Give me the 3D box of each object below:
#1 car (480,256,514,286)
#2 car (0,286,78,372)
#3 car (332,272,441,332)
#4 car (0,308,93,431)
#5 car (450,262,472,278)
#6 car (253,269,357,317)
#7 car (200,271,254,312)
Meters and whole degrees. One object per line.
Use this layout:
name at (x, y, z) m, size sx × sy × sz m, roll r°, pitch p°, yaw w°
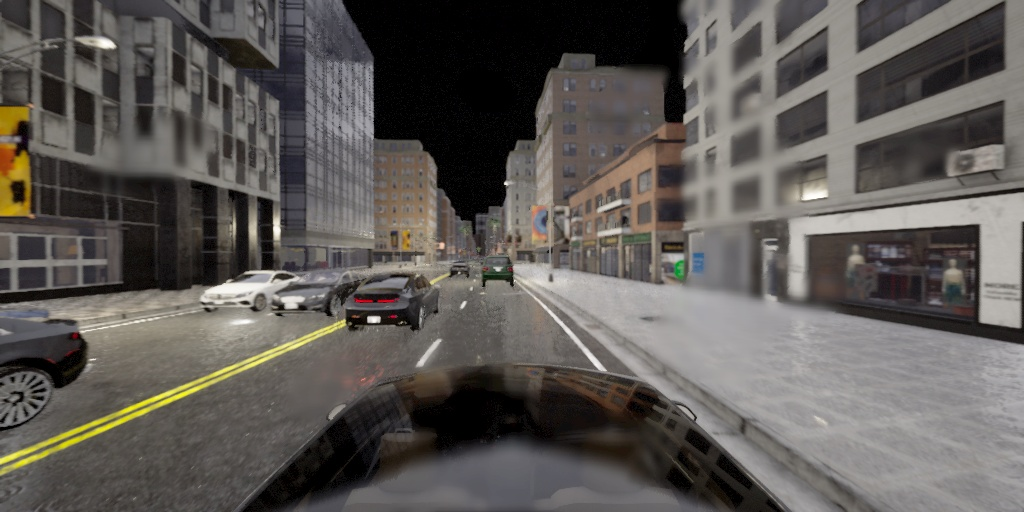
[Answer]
car at (-1.052, 0.989, 25.571) m, size 2.150 × 2.045 × 5.566 m, roll 0°, pitch 0°, yaw -4°
car at (-9.920, 1.324, 4.687) m, size 2.033 × 1.411 × 5.357 m, roll 0°, pitch 0°, yaw -1°
car at (-3.388, 1.267, 10.965) m, size 1.837 × 1.490 × 4.892 m, roll 0°, pitch 0°, yaw -2°
car at (-6.659, 1.259, 2.783) m, size 2.128 × 1.511 × 4.902 m, roll 0°, pitch 0°, yaw -1°
car at (-5.028, 1.291, 35.380) m, size 1.837 × 1.490 × 4.892 m, roll 0°, pitch 0°, yaw -4°
car at (-6.828, 1.266, 13.376) m, size 2.128 × 1.511 × 4.902 m, roll 0°, pitch 0°, yaw -3°
car at (-10.117, 1.310, 14.551) m, size 1.812 × 1.442 × 4.674 m, roll 0°, pitch 0°, yaw -3°
